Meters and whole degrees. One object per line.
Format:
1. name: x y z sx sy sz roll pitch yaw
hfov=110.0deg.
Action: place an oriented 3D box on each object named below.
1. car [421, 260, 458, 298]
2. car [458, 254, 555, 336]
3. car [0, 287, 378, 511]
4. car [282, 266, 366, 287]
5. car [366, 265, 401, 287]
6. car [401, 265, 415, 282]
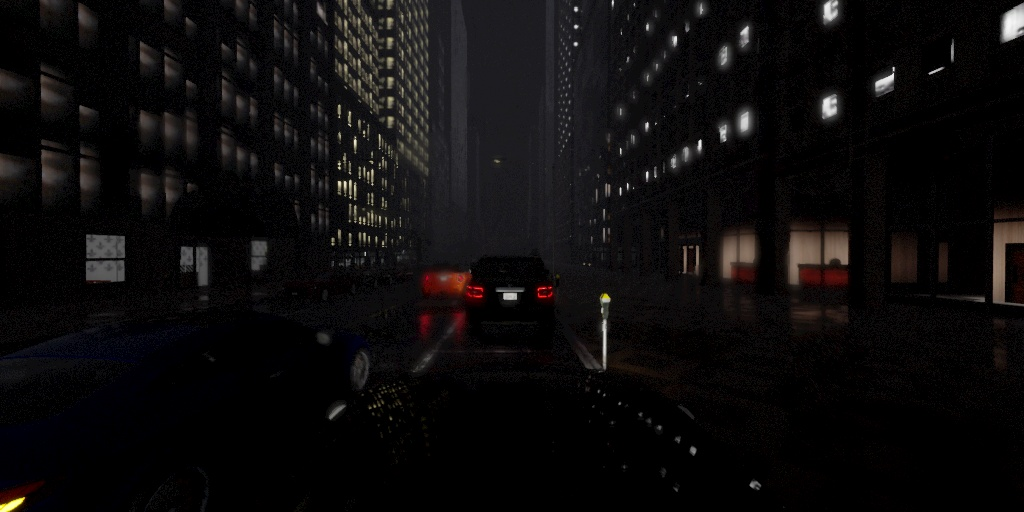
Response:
1. car: -3.146 1.098 18.656 2.097 1.767 4.553 0 0 0
2. car: -0.039 0.976 10.531 2.150 2.045 5.566 0 0 0
3. car: -3.056 1.275 3.596 1.812 1.442 4.674 0 0 0
4. car: -8.837 1.292 16.839 1.888 1.381 4.507 0 0 0
5. car: -8.838 1.297 22.523 2.007 1.370 4.403 0 0 0
6. car: -8.837 1.327 28.206 1.802 1.307 4.207 0 0 0
